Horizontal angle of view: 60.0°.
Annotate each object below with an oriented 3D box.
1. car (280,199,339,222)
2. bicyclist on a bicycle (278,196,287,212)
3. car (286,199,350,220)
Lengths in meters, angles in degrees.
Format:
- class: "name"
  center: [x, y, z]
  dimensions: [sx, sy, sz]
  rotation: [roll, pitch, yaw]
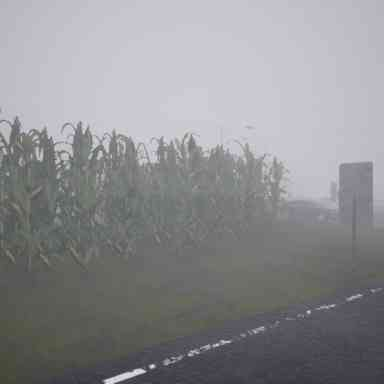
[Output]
- class: "car"
  center: [8.804, 1.315, 24.589]
  dimensions: [1.837, 1.490, 4.892]
  rotation: [1, 0, -36]
- class: "bicyclist on a bicycle"
  center: [9.327, 1.246, 34.080]
  dimensions: [1.656, 1.620, 0.582]
  rotation: [-1, 1, -36]
- class: "car"
  center: [10.322, 1.365, 27.552]
  dimensions: [1.812, 1.442, 4.674]
  rotation: [1, 0, -36]
